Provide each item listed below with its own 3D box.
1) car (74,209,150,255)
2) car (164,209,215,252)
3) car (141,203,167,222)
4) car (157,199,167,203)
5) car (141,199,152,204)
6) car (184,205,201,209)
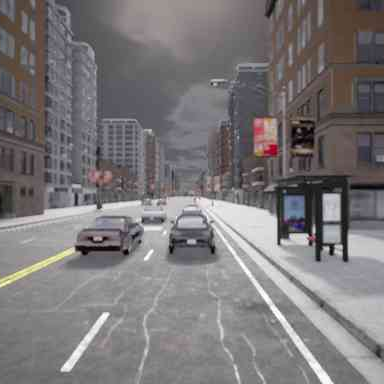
[{"bbox_3d":[-3.248,1.683,13.986,2.033,1.411,5.357,0,-1,0],"label":"car"},{"bbox_3d":[0.007,1.665,14.398,1.812,1.442,4.674,0,0,0],"label":"car"},{"bbox_3d":[-3.247,1.884,29.104,1.895,1.301,4.718,0,-1,0],"label":"car"},{"bbox_3d":[-6.499,2.257,71.776,1.994,1.385,4.181,0,-1,0],"label":"car"},{"bbox_3d":[-9.749,2.229,71.776,2.128,1.511,4.902,0,-1,0],"label":"car"},{"bbox_3d":[0.002,1.830,28.988,2.033,1.411,5.357,0,-1,0],"label":"car"}]
